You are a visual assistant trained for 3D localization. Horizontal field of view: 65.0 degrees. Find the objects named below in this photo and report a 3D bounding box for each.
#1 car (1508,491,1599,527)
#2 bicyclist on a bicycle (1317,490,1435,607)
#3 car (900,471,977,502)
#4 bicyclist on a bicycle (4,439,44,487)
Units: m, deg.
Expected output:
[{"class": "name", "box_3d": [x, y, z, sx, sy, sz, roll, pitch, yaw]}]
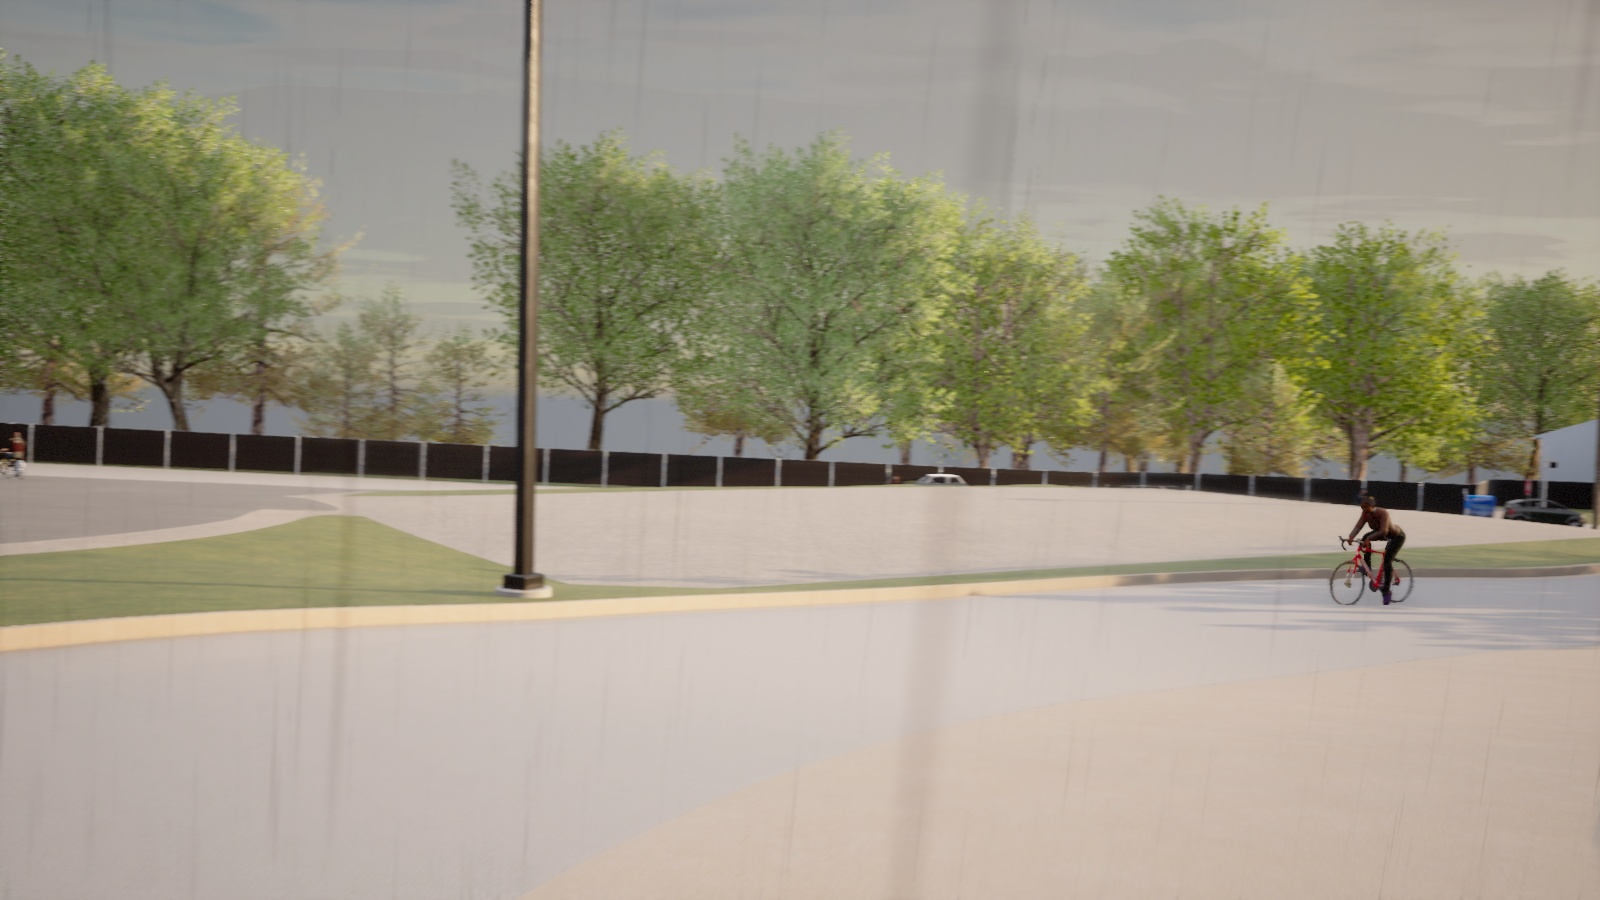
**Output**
[{"class": "car", "box_3d": [38.857, 3.039, 64.819, 3.705, 1.549, 1.789, 2, 2, 19]}, {"class": "bicyclist on a bicycle", "box_3d": [8.567, 1.442, 18.678, 1.656, 1.620, 0.582, 0, 3, -22]}, {"class": "car", "box_3d": [7.613, 1.979, 69.056, 3.806, 1.475, 1.970, 2, 2, -8]}, {"class": "bicyclist on a bicycle", "box_3d": [-29.186, 0.474, 47.206, 1.843, 1.776, 0.659, 1, 0, 39]}]
